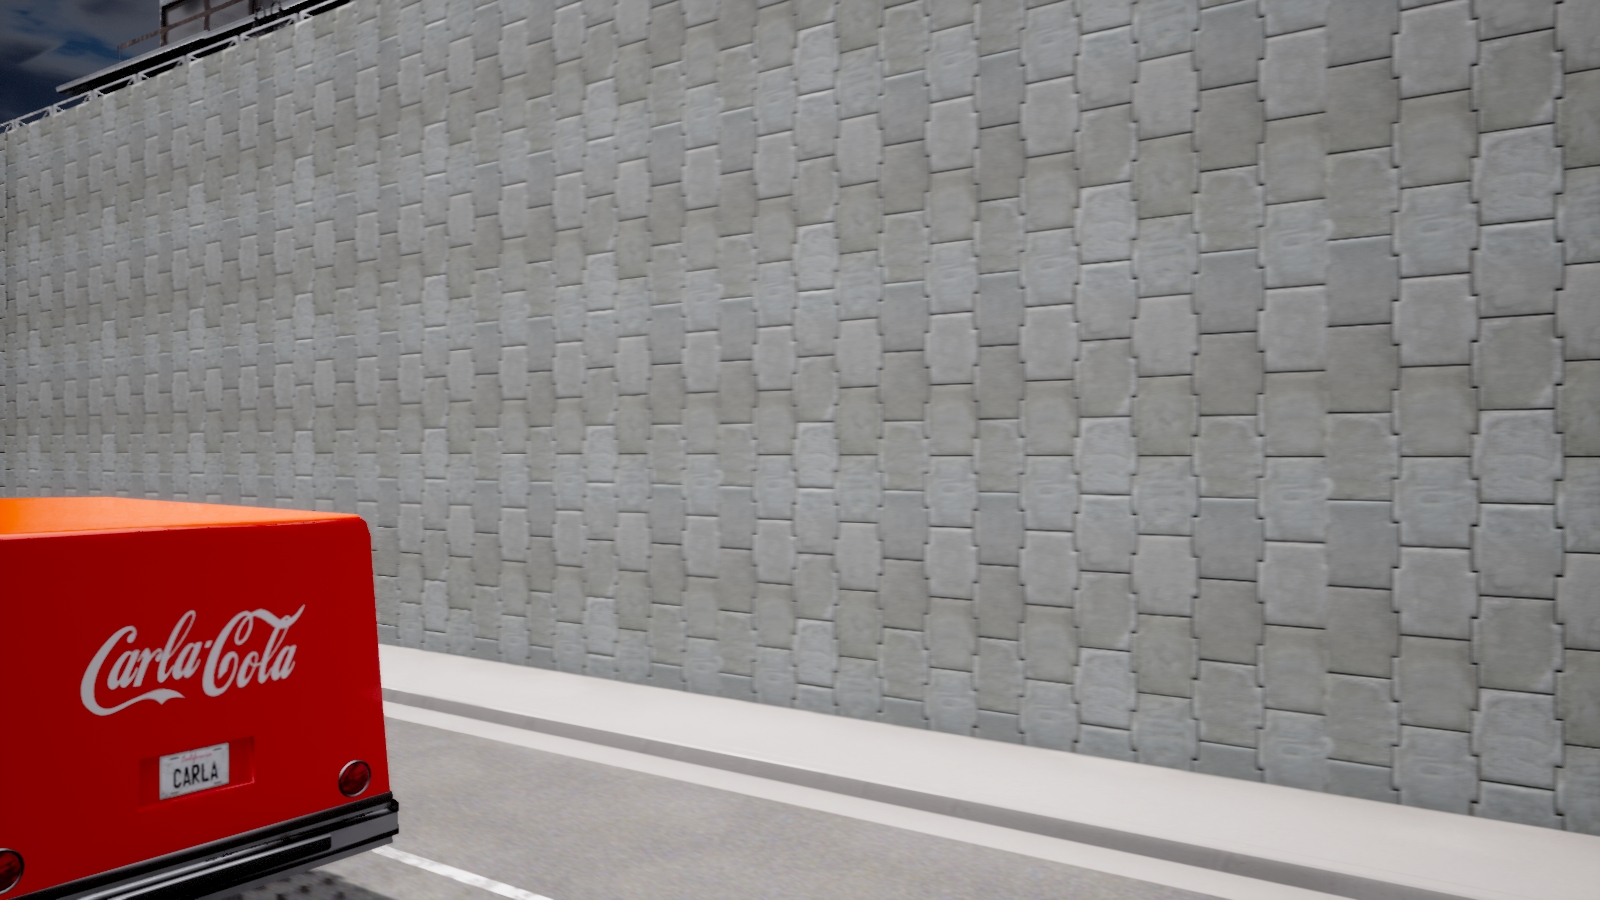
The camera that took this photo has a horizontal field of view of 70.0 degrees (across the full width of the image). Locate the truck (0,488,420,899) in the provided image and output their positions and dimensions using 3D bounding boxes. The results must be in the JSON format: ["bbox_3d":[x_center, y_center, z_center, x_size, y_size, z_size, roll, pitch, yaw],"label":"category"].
[{"bbox_3d":[-5.217,1.568,7.416,5.204,2.467,2.627,0,0,35],"label":"truck"}]
